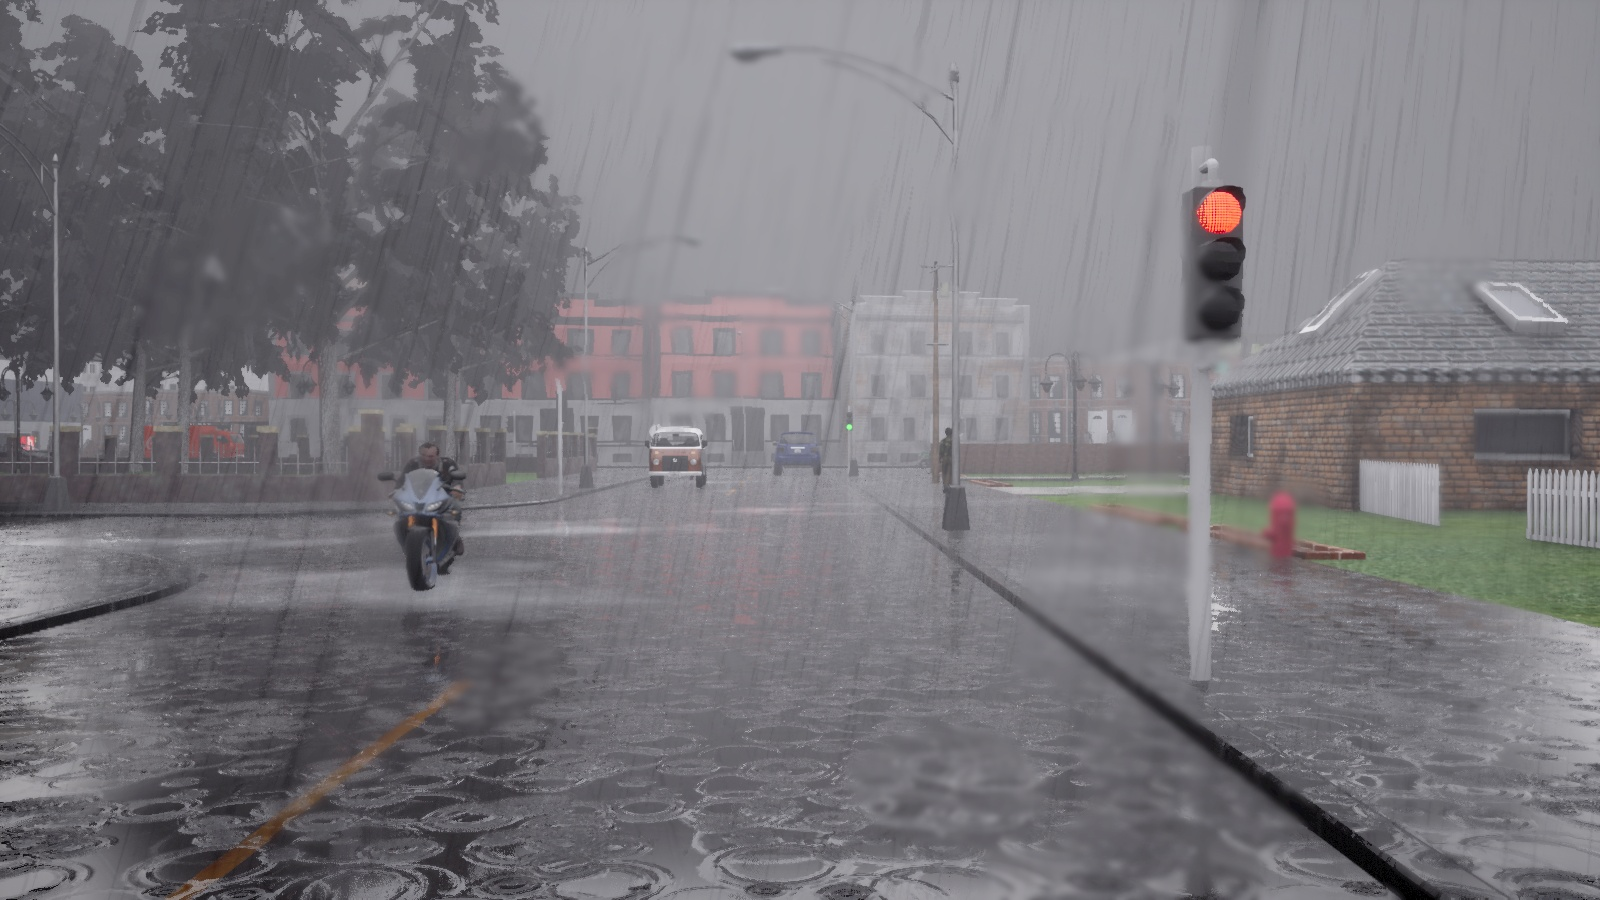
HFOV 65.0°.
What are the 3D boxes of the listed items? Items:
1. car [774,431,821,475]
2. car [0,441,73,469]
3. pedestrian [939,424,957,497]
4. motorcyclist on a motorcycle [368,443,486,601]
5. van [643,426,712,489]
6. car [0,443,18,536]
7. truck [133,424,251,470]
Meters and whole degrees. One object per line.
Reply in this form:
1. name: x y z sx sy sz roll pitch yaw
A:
1. car: -0.114 0.125 60.379 2.150 2.045 5.566 0 0 0
2. car: -42.887 0.280 68.747 4.902 1.511 2.128 0 0 0
3. pedestrian: 3.946 0.266 33.446 0.395 1.930 0.692 0 0 -1
4. motorcyclist on a motorcycle: -3.948 0.702 13.472 0.866 1.530 2.191 -1 0 -8
5. van: -4.137 0.224 42.958 2.069 2.038 4.480 0 0 -2
6. car: -15.184 0.629 19.527 4.892 1.490 1.837 0 0 0
7. truck: -33.245 -0.158 68.773 5.204 2.467 2.627 0 0 0
